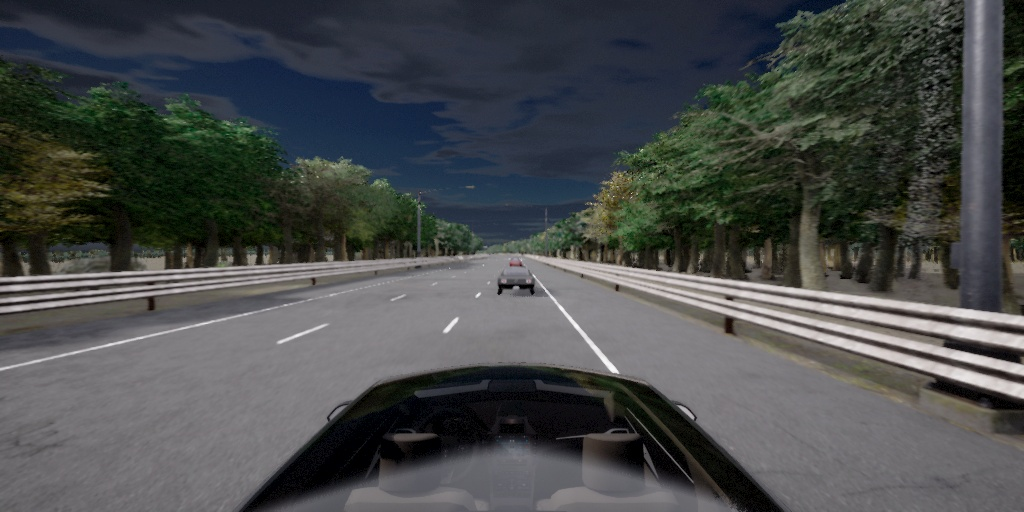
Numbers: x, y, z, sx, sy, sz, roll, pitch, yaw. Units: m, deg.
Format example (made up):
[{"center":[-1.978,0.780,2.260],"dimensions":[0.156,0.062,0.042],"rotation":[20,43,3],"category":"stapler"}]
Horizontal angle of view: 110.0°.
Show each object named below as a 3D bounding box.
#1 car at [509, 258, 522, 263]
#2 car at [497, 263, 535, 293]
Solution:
[{"center":[0.524,0.947,55.935],"dimensions":[1.994,1.385,4.181],"rotation":[0,0,0],"category":"car"},{"center":[0.221,1.243,19.610],"dimensions":[1.895,1.301,4.718],"rotation":[0,0,0],"category":"car"}]
